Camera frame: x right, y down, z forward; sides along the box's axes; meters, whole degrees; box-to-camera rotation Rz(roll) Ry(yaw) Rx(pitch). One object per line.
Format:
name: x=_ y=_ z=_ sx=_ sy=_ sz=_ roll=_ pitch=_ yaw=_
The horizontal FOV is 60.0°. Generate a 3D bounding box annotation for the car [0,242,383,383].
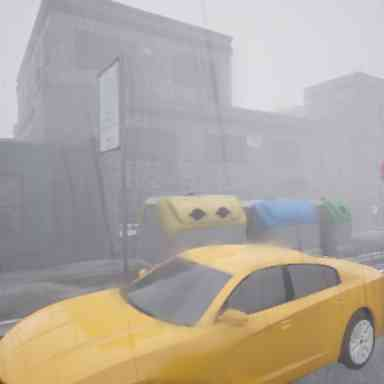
car: x=0.423 y=1.457 z=4.149 sx=5.008 sy=1.535 sz=1.882 roll=0 pitch=0 yaw=-34
